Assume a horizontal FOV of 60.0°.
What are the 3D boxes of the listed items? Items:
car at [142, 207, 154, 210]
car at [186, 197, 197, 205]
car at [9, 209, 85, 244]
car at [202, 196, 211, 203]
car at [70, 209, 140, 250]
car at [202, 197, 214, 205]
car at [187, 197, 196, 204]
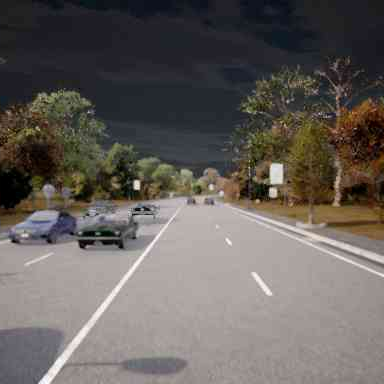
[{"bbox_3d":[-3.549,1.348,26.001,1.895,1.301,4.718,0,0,0],"label":"car"},{"bbox_3d":[-0.128,1.836,66.141,1.837,1.490,4.892,0,0,0],"label":"car"},{"bbox_3d":[-7.113,1.619,16.504,1.812,1.442,4.674,0,0,0],"label":"car"},{"bbox_3d":[3.351,1.785,76.560,1.882,1.535,5.008,0,0,0],"label":"car"},{"bbox_3d":[-3.615,1.682,15.002,1.895,1.301,4.718,0,0,0],"label":"car"},{"bbox_3d":[3.372,1.824,66.149,2.128,1.511,4.902,0,0,0],"label":"car"},{"bbox_3d":[-0.149,1.846,76.557,2.128,1.511,4.902,0,0,0],"label":"car"}]
